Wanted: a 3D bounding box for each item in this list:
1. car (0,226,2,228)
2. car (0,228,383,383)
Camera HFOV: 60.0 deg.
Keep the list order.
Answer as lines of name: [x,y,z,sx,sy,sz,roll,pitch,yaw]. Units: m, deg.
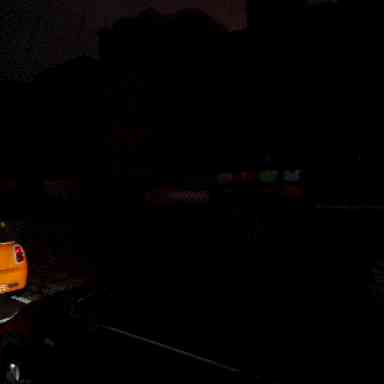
car: [-5.597,1.297,7.239,4.553,1.767,2.097,0,0,36]
car: [0.100,1.342,3.170,4.553,1.767,2.097,0,0,36]
